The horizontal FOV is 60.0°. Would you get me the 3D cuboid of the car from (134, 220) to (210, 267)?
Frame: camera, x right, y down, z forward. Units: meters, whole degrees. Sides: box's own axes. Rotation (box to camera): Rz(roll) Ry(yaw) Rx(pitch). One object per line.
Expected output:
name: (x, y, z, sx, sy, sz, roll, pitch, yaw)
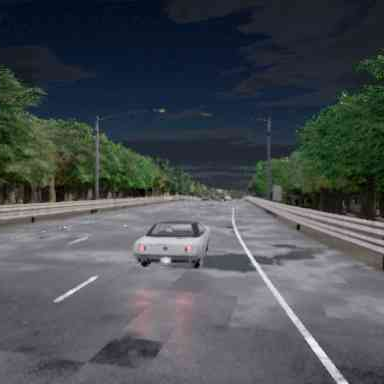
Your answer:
car: (-0.441, 1.603, 11.431, 1.895, 1.301, 4.718, 0, 0, 7)
